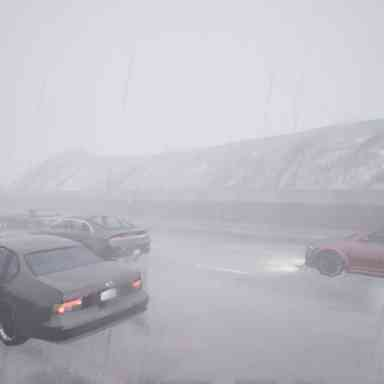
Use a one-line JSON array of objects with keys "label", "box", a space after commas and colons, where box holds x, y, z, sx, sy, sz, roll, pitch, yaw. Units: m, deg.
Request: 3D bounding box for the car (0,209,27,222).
[{"label": "car", "box": [-9.093, 1.601, 19.173, 4.718, 1.301, 1.895, 0, 0, 36]}]

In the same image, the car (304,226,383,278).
[{"label": "car", "box": [5.237, 1.586, 8.904, 4.181, 1.385, 1.994, 0, 0, 35]}]

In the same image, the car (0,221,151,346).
[{"label": "car", "box": [-3.264, 1.548, 6.348, 5.357, 1.411, 2.033, 0, 0, 36]}]

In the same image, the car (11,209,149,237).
[{"label": "car", "box": [-3.538, 1.496, 10.867, 4.902, 1.511, 2.128, 0, 0, 36]}]
